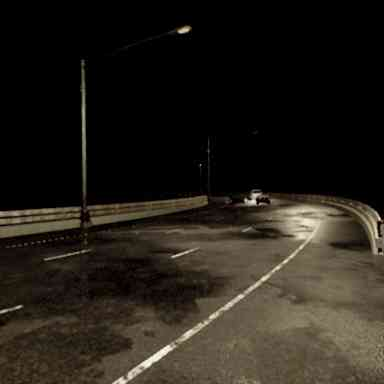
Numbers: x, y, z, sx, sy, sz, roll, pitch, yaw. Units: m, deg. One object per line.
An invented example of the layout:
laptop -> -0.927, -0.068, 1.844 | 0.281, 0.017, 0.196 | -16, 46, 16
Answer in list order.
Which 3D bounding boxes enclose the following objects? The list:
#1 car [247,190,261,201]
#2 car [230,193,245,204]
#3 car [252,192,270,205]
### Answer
car -> 11.575, 0.652, 61.429 | 2.150, 2.045, 5.566 | -1, 0, 1
car -> 7.356, 1.042, 52.797 | 1.837, 1.490, 4.892 | 0, 1, 8
car -> 10.308, 1.088, 48.351 | 2.033, 1.411, 5.357 | 0, 0, 8
